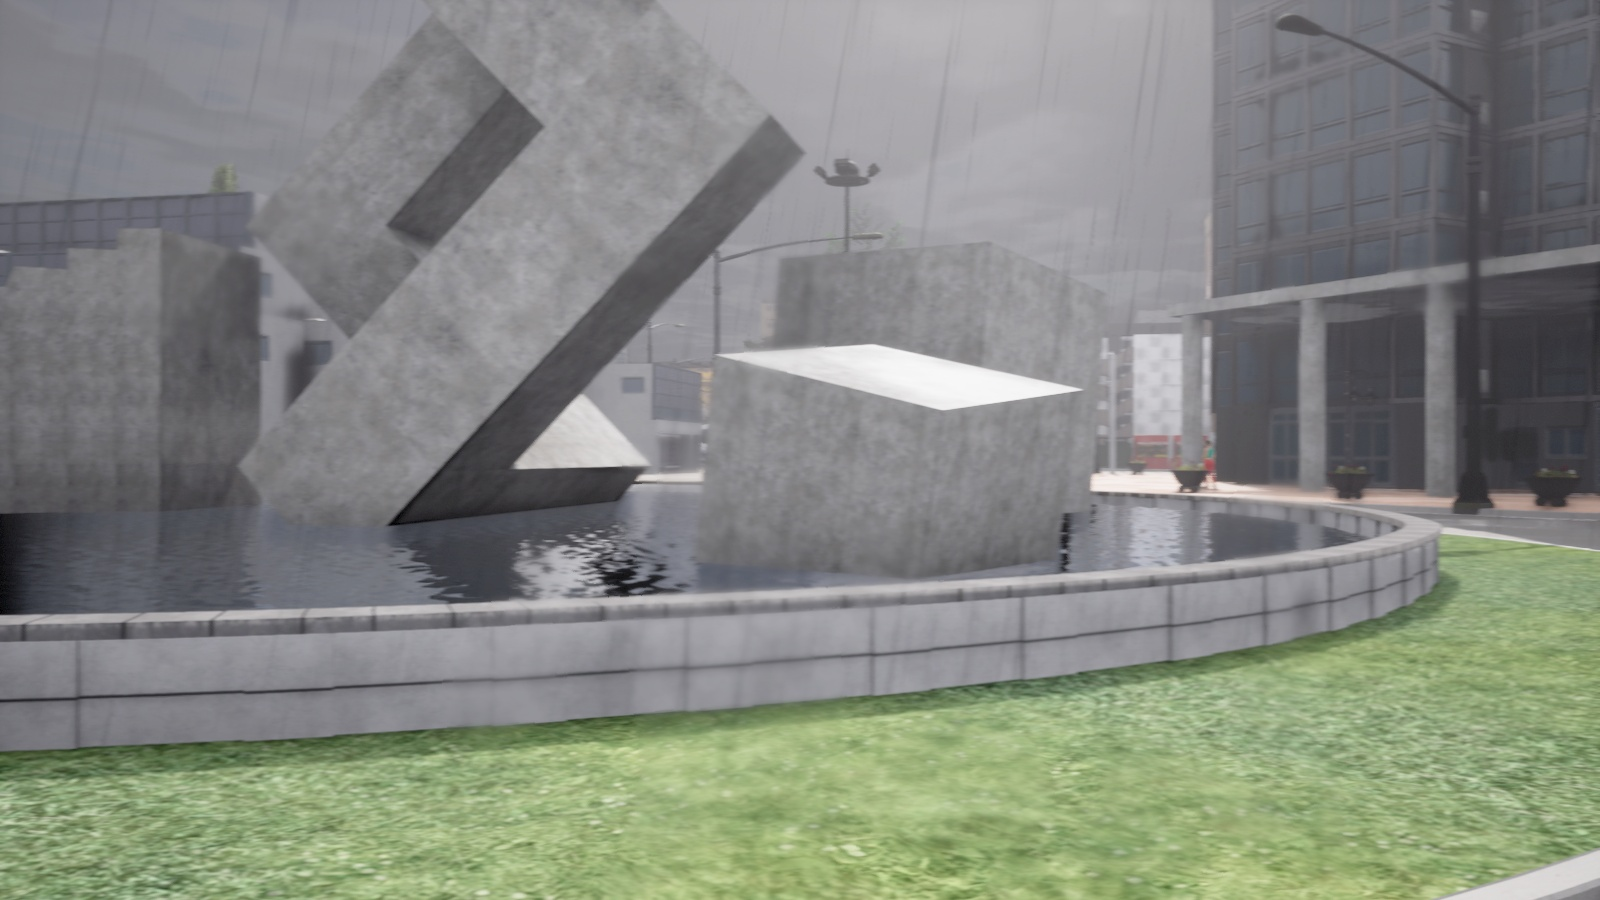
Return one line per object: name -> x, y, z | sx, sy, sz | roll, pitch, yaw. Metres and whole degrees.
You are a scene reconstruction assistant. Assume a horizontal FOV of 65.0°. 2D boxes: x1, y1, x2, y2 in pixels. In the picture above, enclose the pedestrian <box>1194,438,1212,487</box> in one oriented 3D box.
pedestrian -> 15.050, 0.462, 46.920 | 0.345, 1.836, 0.594 | 0, 0, -17
